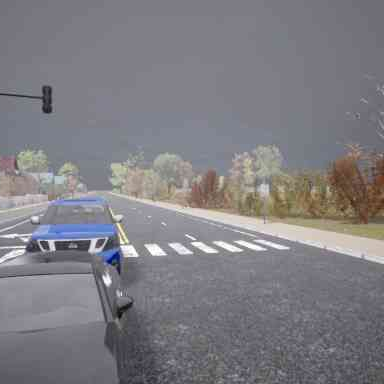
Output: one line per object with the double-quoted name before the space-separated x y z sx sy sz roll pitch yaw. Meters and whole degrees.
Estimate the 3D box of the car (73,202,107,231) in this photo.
"car" -6.600 1.468 21.795 1.882 1.535 5.008 0 0 -15

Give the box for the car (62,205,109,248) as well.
"car" -5.025 1.499 16.052 1.837 1.490 4.892 0 0 -15

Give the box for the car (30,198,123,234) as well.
"car" -3.360 1.218 9.982 2.150 2.045 5.566 0 0 -15

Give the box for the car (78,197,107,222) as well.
"car" -8.167 1.338 27.527 2.097 1.767 4.553 0 0 -15

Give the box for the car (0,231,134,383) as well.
"car" -1.713 1.524 3.895 1.812 1.442 4.674 0 0 -13
